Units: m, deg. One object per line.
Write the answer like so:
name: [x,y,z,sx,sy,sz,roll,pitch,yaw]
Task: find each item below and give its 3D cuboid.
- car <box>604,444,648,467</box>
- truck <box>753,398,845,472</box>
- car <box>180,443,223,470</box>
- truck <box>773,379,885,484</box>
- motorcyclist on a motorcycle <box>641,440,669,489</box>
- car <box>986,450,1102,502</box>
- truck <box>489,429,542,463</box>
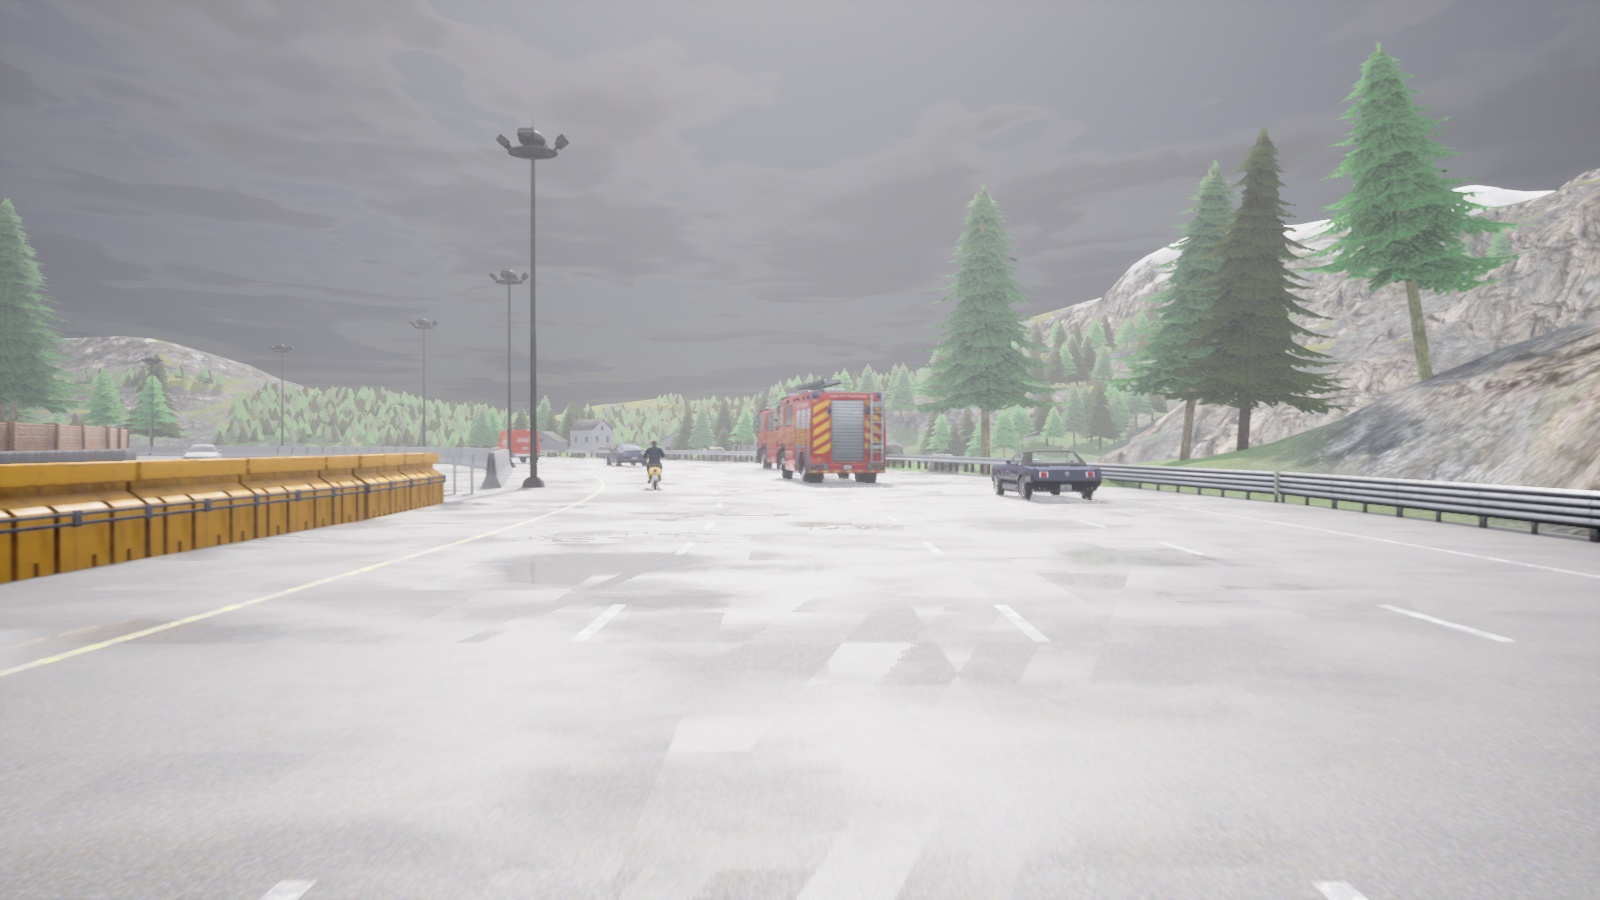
car: [-11.238,0.308,80.750,1.812,1.442,4.674,0,0,-21]
truck: [-0.182,-0.813,70.066,2.891,3.827,8.468,0,0,-16]
car: [-33.539,0.348,70.474,1.812,1.442,4.674,0,0,-21]
truck: [0.975,-0.699,50.030,2.891,3.827,8.468,0,0,-10]
motorcyclist on a motorcycle: [-4.798,0.463,41.354,0.866,1.590,1.817,-1,0,-8]
car: [6.554,0.659,34.226,1.895,1.301,4.718,0,0,-5]
truck: [-21.663,-0.296,95.462,2.627,2.467,5.204,0,0,-27]
